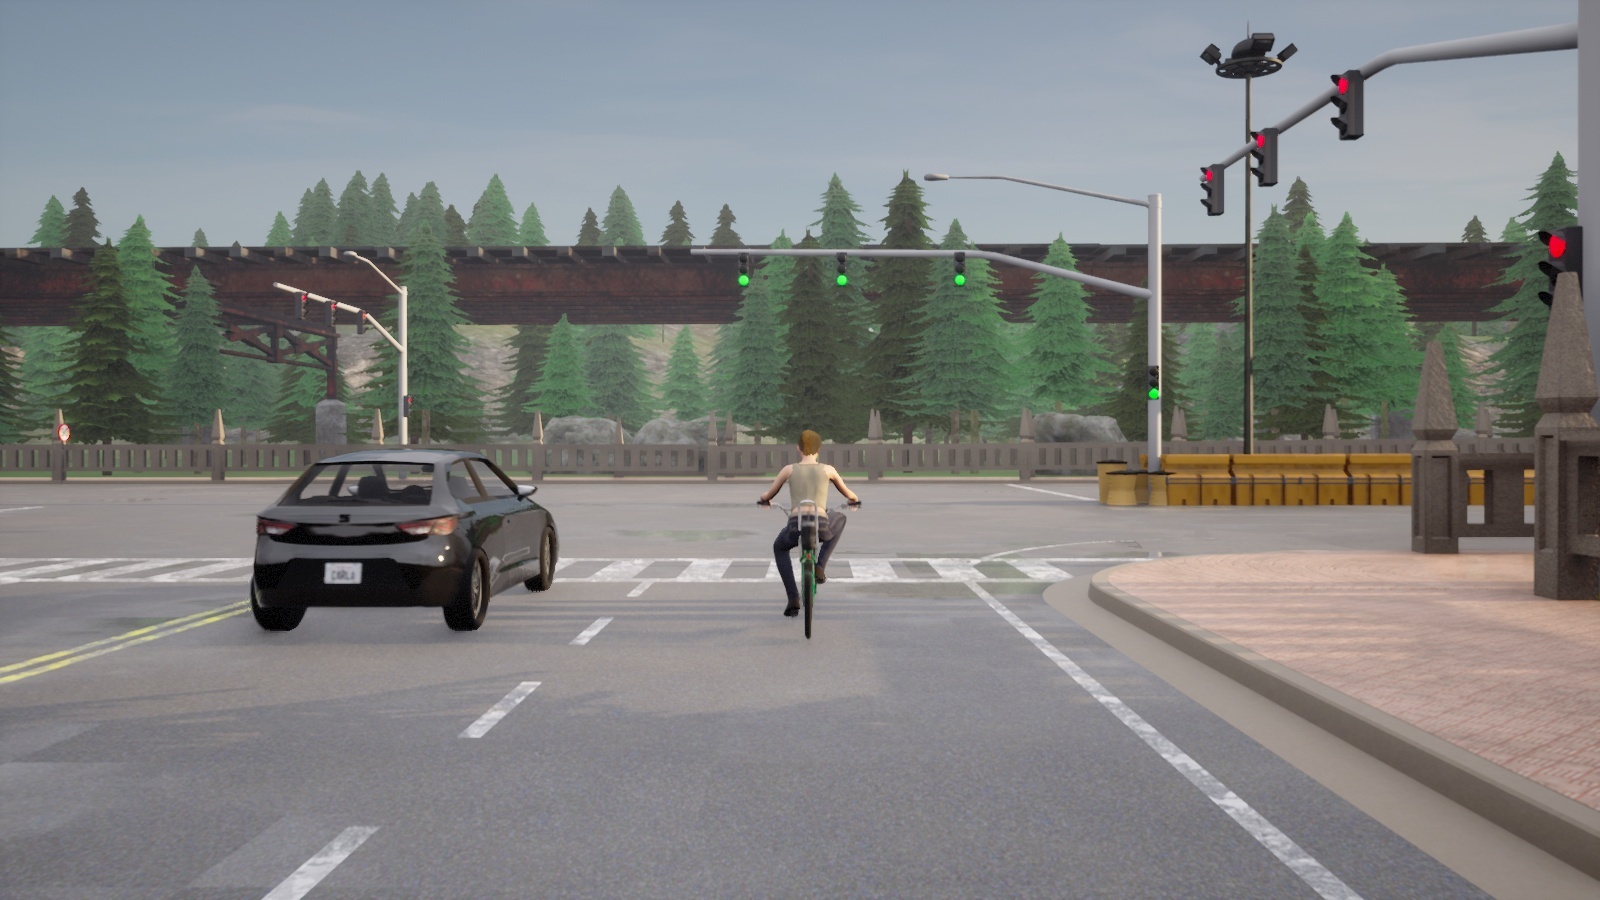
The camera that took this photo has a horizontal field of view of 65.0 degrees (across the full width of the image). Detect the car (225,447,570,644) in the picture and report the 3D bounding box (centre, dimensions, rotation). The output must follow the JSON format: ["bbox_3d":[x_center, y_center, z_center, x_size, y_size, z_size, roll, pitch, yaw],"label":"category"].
[{"bbox_3d":[-3.422,0.717,11.568,1.816,1.474,4.193,0,0,0],"label":"car"}]

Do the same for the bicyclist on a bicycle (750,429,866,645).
[{"bbox_3d":[0.071,0.648,10.120,0.866,1.612,1.509,0,0,1],"label":"bicyclist on a bicycle"}]
